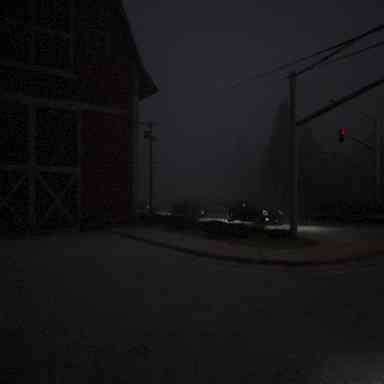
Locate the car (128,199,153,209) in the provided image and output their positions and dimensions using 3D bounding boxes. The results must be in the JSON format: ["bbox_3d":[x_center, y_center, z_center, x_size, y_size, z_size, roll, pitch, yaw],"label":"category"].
[{"bbox_3d":[-7.861,1.804,50.466,1.812,1.442,4.674,0,0,-34],"label":"car"}]

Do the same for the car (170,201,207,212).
[{"bbox_3d":[-0.401,1.679,33.058,2.128,1.511,4.902,0,0,-34],"label":"car"}]

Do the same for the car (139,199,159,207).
[{"bbox_3d":[-5.839,1.709,40.991,1.882,1.535,5.008,0,0,-34],"label":"car"}]

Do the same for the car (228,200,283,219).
[{"bbox_3d":[4.780,1.497,25.506,2.097,1.767,4.553,0,0,-34],"label":"car"}]
